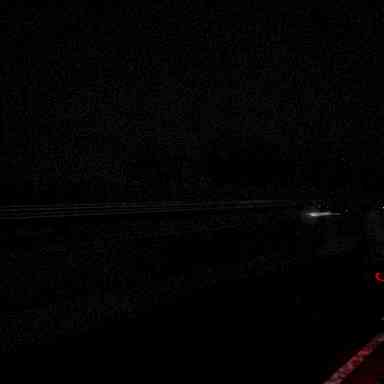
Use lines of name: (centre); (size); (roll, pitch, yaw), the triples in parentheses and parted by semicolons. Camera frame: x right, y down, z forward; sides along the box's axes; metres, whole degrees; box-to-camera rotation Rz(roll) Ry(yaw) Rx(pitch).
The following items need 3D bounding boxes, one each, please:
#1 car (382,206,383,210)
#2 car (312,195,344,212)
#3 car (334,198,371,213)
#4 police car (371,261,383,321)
car: (22.409, 1.649, 36.341); (4.892, 1.490, 1.837); (1, 0, -44)
car: (16.833, 1.358, 40.684); (5.566, 2.045, 2.150); (1, 0, -44)
car: (18.419, 1.677, 37.350); (5.357, 1.411, 2.033); (1, 0, -44)
police car: (5.117, 1.427, 6.296); (5.238, 1.638, 1.930); (0, 0, -44)
